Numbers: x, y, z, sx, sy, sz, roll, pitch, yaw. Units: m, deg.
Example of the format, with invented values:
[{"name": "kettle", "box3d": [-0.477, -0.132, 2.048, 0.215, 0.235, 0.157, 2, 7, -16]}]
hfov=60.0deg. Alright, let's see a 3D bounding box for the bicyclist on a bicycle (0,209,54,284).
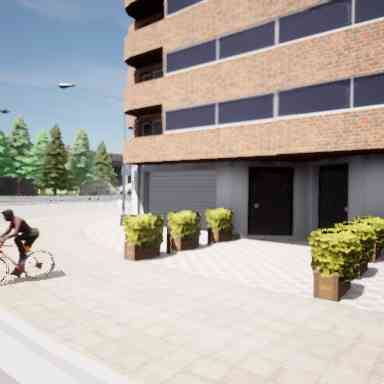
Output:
[{"name": "bicyclist on a bicycle", "box3d": [-3.803, 1.189, 7.193, 1.656, 1.620, 0.582, 0, 1, -43]}]
